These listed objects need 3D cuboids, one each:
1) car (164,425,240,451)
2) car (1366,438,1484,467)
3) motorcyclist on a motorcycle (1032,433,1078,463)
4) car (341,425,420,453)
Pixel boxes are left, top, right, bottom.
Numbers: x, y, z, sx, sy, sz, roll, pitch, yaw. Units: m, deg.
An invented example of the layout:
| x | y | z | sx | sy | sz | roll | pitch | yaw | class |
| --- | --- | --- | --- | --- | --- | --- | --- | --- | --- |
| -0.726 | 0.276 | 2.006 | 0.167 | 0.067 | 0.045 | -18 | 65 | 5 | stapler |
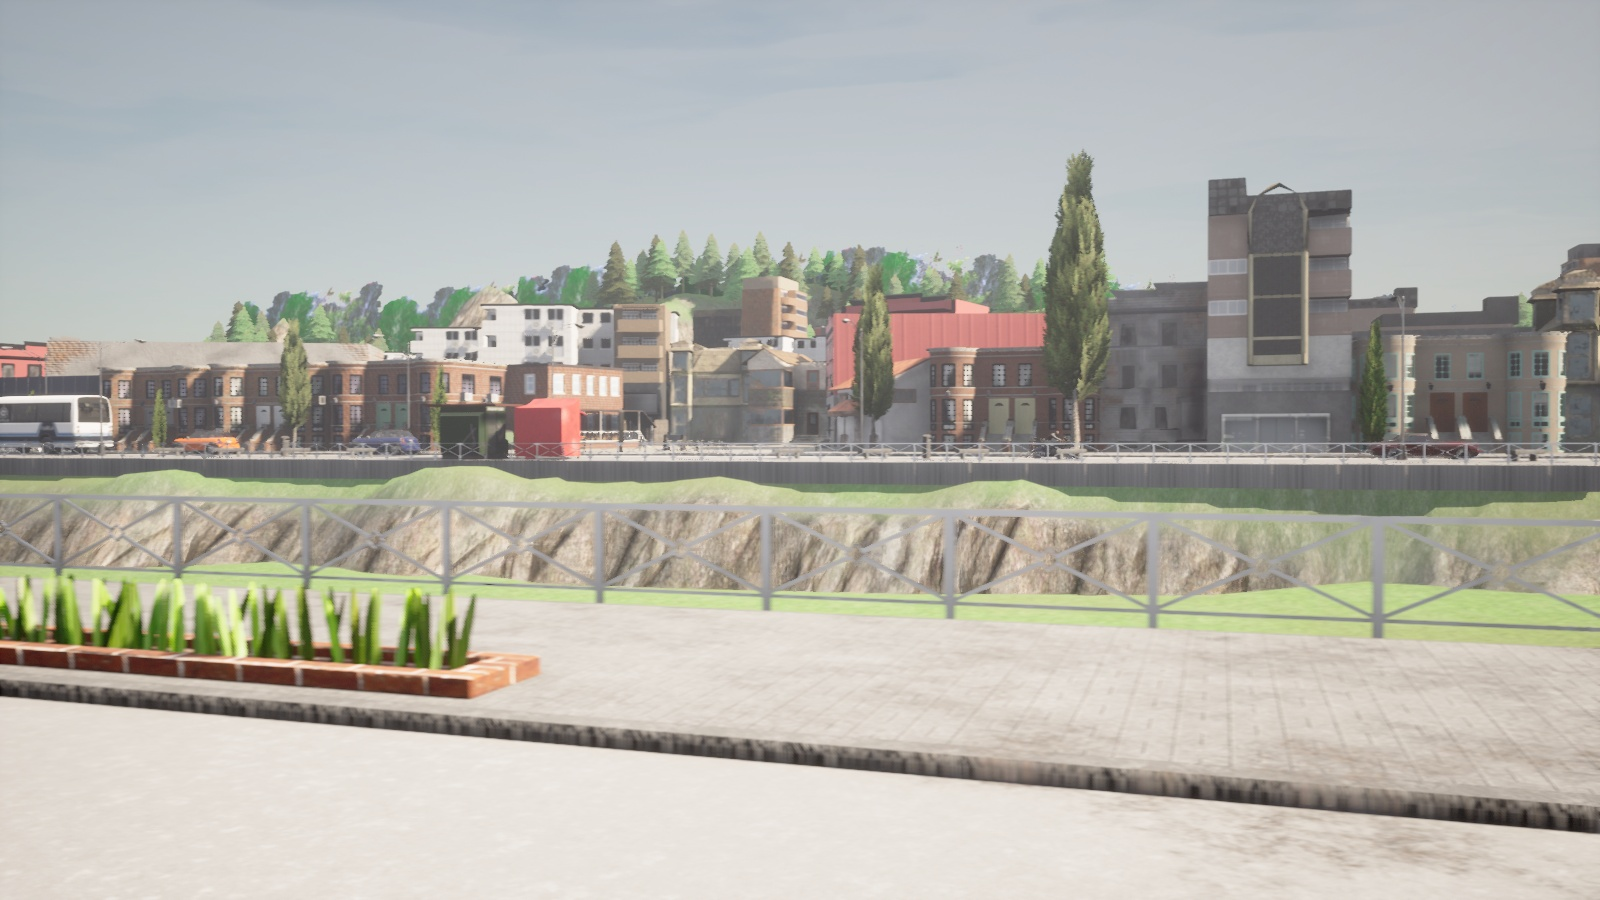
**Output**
| x | y | z | sx | sy | sz | roll | pitch | yaw | class |
| --- | --- | --- | --- | --- | --- | --- | --- | --- | --- |
| -41.430 | -0.864 | 86.966 | 4.553 | 1.767 | 2.097 | 1 | 1 | 19 | car |
| 29.282 | 0.092 | 58.984 | 4.718 | 1.301 | 1.895 | 1 | 1 | 19 | car |
| 13.082 | -0.121 | 64.428 | 2.191 | 1.530 | 0.866 | 1 | 1 | 19 | motorcyclist on a motorcycle |
| -27.457 | -0.736 | 82.270 | 4.553 | 1.767 | 2.097 | 1 | 1 | 19 | car |
